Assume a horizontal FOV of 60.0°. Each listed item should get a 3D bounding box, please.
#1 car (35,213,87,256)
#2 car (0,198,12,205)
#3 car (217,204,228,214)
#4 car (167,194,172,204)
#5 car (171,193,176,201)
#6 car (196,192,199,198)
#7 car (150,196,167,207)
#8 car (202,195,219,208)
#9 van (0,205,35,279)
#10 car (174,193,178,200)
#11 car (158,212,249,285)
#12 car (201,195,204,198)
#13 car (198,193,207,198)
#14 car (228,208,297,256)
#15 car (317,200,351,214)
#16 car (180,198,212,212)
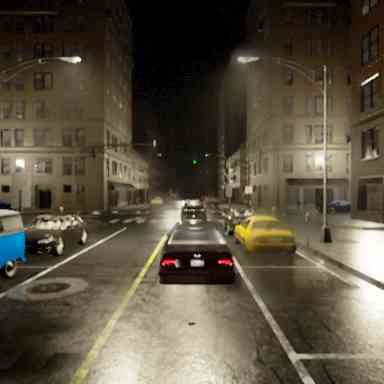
[{"bbox_3d":[-5.370,1.543,12.831,2.008,1.369,4.403,0,0,0],"label":"car"},{"bbox_3d":[-18.349,1.299,29.900,5.566,2.045,2.150,0,0,0],"label":"car"},{"bbox_3d":[2.669,1.540,18.224,2.008,1.369,4.403,0,0,0],"label":"car"},{"bbox_3d":[-5.281,1.528,62.157,1.947,1.339,4.313,0,0,0],"label":"car"},{"bbox_3d":[-5.261,1.504,73.520,2.008,1.369,4.403,0,0,0],"label":"car"},{"bbox_3d":[2.775,1.264,79.191,2.192,1.841,5.009,0,0,0],"label":"car"},{"bbox_3d":[-5.301,1.496,50.625,1.752,1.417,4.829,0,0,0],"label":"car"},{"bbox_3d":[2.714,1.525,45.100,2.008,1.369,4.403,0,0,0],"label":"car"},{"bbox_3d":[-5.381,1.337,7.425,1.690,1.788,3.998,0,0,0],"label":"van"},{"bbox_3d":[-5.240,1.384,84.882,1.967,1.590,4.097,0,0,0],"label":"car"},{"bbox_3d":[0.114,1.542,9.514,2.033,1.411,5.357,0,0,0],"label":"car"},{"bbox_3d":[2.724,1.553,50.782,1.802,1.307,4.206,0,0,0],"label":"car"},{"bbox_3d":[2.754,1.398,67.827,1.967,1.590,4.097,0,0,0],"label":"car"},{"bbox_3d":[2.664,1.518,12.988,1.752,1.417,4.829,0,0,0],"label":"car"},{"bbox_3d":[14.571,1.456,32.843,4.181,1.385,1.994,0,0,0],"label":"car"},{"bbox_3d":[0.138,1.478,25.666,2.128,1.511,4.902,0,0,0],"label":"car"}]
